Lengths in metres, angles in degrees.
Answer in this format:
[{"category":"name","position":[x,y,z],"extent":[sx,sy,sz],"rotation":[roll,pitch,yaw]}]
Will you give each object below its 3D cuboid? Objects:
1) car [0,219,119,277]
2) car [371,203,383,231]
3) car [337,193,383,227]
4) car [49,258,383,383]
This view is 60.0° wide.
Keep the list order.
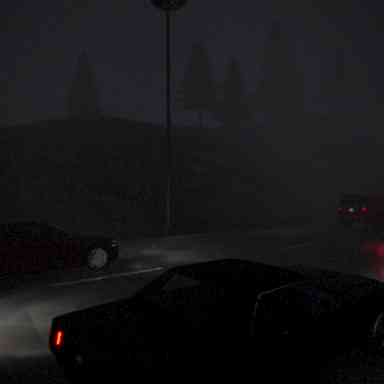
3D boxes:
[{"category":"car","position":[-4.492,1.472,9.151],"extent":[5.008,1.535,1.882],"rotation":[0,0,-35]},{"category":"car","position":[10.994,1.382,15.921],"extent":[4.902,1.511,2.128],"rotation":[0,0,-36]},{"category":"car","position":[11.186,1.097,20.364],"extent":[5.566,2.045,2.150],"rotation":[0,0,-36]},{"category":"car","position":[0.833,1.583,4.350],"extent":[4.718,1.301,1.895],"rotation":[0,0,-36]}]
